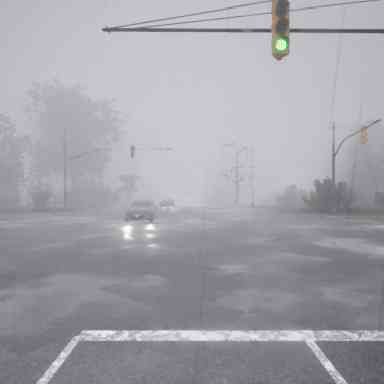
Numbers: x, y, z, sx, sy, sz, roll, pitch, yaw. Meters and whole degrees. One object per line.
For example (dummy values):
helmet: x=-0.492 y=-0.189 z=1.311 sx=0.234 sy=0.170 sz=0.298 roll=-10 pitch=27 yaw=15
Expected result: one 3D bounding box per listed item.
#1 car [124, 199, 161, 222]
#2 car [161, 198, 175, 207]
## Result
car: x=-3.500 y=1.273 z=23.508 sx=1.837 sy=1.490 sz=4.892 roll=0 pitch=1 yaw=0
car: x=-3.499 y=1.550 z=48.461 sx=1.994 sy=1.385 sz=4.181 roll=0 pitch=-2 yaw=0
